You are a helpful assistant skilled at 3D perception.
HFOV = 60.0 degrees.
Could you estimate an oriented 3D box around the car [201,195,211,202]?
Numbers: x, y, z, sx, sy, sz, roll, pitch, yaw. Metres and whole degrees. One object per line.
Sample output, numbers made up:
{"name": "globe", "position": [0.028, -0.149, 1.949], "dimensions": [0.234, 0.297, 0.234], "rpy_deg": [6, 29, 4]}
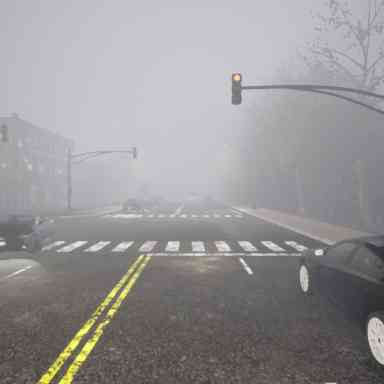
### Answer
{"name": "car", "position": [3.270, 1.494, 79.178], "dimensions": [2.128, 1.511, 4.902], "rpy_deg": [0, 0, 0]}

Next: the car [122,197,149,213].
{"name": "car", "position": [-6.581, 1.481, 37.613], "dimensions": [2.128, 1.511, 4.902], "rpy_deg": [0, 0, 0]}

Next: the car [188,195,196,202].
{"name": "car", "position": [0.021, 1.509, 79.299], "dimensions": [2.033, 1.411, 5.357], "rpy_deg": [0, 0, 0]}

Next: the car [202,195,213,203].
{"name": "car", "position": [3.370, 1.480, 68.989], "dimensions": [1.837, 1.490, 4.892], "rpy_deg": [0, 0, 0]}

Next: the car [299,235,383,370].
{"name": "car", "position": [3.344, 1.477, 5.663], "dimensions": [1.882, 1.535, 5.008], "rpy_deg": [0, 0, 1]}

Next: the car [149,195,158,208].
{"name": "car", "position": [-6.577, 1.477, 47.071], "dimensions": [2.128, 1.511, 4.902], "rpy_deg": [0, 0, 0]}

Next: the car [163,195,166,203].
{"name": "car", "position": [-6.509, 1.328, 66.725], "dimensions": [2.097, 1.767, 4.553], "rpy_deg": [0, 0, 0]}

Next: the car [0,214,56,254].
{"name": "car", "position": [-6.779, 1.562, 13.179], "dimensions": [1.994, 1.385, 4.181], "rpy_deg": [0, 0, -10]}

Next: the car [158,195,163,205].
{"name": "car", "position": [-6.569, 1.458, 56.646], "dimensions": [1.882, 1.535, 5.008], "rpy_deg": [0, 0, 0]}

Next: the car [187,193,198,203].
{"name": "car", "position": [0.116, 1.194, 67.695], "dimensions": [2.150, 2.045, 5.566], "rpy_deg": [0, 0, 0]}
